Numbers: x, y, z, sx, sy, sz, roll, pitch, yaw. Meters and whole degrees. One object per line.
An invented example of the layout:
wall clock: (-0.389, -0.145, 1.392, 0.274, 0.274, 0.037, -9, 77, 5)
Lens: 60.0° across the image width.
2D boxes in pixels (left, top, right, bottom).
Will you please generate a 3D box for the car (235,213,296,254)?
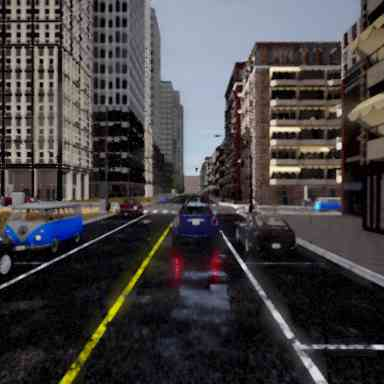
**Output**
car: (2.752, 1.513, 13.004, 2.008, 1.369, 4.403, 0, 0, 0)

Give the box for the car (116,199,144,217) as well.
car: (-5.550, 1.356, 29.989, 1.967, 1.590, 4.097, 0, 0, 0)

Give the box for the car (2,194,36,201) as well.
car: (-20.940, 0.955, 40.842, 4.097, 1.590, 1.967, 1, -1, 0)

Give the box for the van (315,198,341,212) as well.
van: (17.120, 1.592, 40.617, 3.998, 1.788, 1.690, 1, -1, 0)

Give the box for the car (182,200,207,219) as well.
car: (0.236, 1.483, 28.840, 1.994, 1.385, 4.181, 0, 0, 0)

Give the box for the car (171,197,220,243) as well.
car: (0.176, 1.305, 16.017, 2.097, 1.767, 4.553, 0, 0, 0)

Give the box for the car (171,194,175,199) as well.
car: (-5.297, 1.315, 84.496, 1.752, 1.417, 4.829, 0, 0, 0)

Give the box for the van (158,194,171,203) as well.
van: (-5.400, 1.177, 62.462, 1.690, 1.788, 3.998, 0, 0, 0)

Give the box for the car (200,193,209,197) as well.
car: (3.058, 1.116, 79.078, 2.192, 1.841, 5.009, 0, 0, 0)

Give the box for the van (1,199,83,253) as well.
van: (-5.629, 1.303, 13.043, 1.690, 1.788, 3.998, 0, 0, 0)

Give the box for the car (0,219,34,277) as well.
car: (-5.655, 1.528, 7.395, 2.008, 1.369, 4.403, 0, 0, 0)
